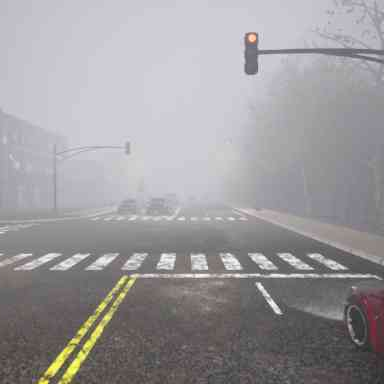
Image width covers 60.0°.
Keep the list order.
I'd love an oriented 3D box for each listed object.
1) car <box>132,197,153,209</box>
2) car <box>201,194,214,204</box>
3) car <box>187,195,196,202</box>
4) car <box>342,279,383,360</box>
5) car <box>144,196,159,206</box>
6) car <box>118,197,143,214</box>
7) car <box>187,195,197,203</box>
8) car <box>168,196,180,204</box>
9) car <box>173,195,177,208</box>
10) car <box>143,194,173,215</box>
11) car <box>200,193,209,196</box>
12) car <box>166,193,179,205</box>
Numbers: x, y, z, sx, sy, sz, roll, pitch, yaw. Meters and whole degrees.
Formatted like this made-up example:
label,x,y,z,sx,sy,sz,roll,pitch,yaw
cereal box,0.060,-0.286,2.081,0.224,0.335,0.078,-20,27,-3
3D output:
label,x,y,z,sx,sy,sz,roll,pitch,yaw
car,-6.663,1.471,45.099,2.128,1.511,4.902,0,0,0
car,3.237,1.569,64.873,1.895,1.301,4.718,0,0,0
car,-0.129,1.484,76.315,1.812,1.442,4.674,0,0,0
car,3.347,1.563,3.531,1.994,1.385,4.181,0,0,0
car,-6.668,1.499,55.232,1.812,1.442,4.674,0,0,0
car,-6.653,1.490,35.675,1.837,1.490,4.892,0,0,0
car,-0.014,1.320,66.419,2.097,1.767,4.553,0,0,0
car,-3.404,1.516,64.884,2.033,1.411,5.357,0,0,0
car,-3.411,1.528,43.607,2.033,1.411,5.357,0,0,1
car,-3.403,1.338,34.133,2.097,1.767,4.553,0,0,0
car,3.123,1.185,76.296,2.150,2.045,5.566,0,0,0
car,-3.425,1.194,53.962,2.150,2.045,5.566,0,0,1
